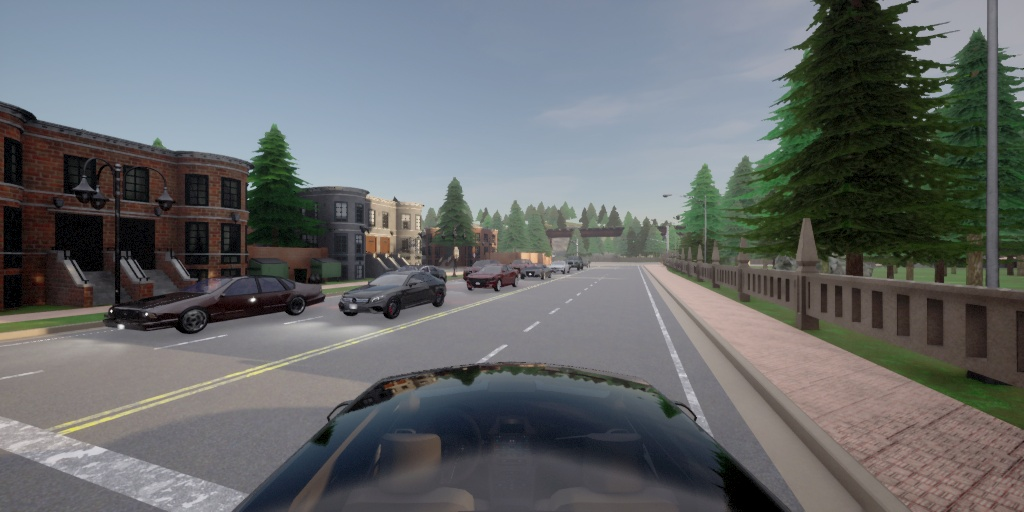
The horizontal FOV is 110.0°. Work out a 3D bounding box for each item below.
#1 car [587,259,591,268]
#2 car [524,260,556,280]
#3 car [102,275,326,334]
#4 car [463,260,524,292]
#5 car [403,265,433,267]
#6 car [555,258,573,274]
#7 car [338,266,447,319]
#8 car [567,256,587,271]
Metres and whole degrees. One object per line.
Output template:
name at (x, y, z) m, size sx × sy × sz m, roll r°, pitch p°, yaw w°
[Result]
car at (12.255, 1.255, 61.013) m, size 1.837 × 1.490 × 4.892 m, roll 0°, pitch 0°, yaw 19°
car at (2.168, 1.314, 31.422) m, size 1.994 × 1.385 × 4.181 m, roll 0°, pitch 0°, yaw 20°
car at (-8.467, 1.297, 11.066) m, size 2.033 × 1.411 × 5.357 m, roll 0°, pitch 0°, yaw 19°
car at (-1.067, 1.228, 21.942) m, size 1.882 × 1.535 × 5.008 m, roll 0°, pitch 0°, yaw 19°
car at (-5.417, 1.242, 20.040) m, size 2.128 × 1.511 × 4.902 m, roll 0°, pitch 0°, yaw 18°
car at (5.409, 1.276, 40.971) m, size 1.812 × 1.442 × 4.674 m, roll 0°, pitch 0°, yaw 19°
car at (-4.072, 1.276, 13.111) m, size 1.812 × 1.442 × 4.674 m, roll 0°, pitch 0°, yaw 19°
car at (8.775, 0.971, 50.844) m, size 2.150 × 2.045 × 5.566 m, roll 0°, pitch 0°, yaw 19°
